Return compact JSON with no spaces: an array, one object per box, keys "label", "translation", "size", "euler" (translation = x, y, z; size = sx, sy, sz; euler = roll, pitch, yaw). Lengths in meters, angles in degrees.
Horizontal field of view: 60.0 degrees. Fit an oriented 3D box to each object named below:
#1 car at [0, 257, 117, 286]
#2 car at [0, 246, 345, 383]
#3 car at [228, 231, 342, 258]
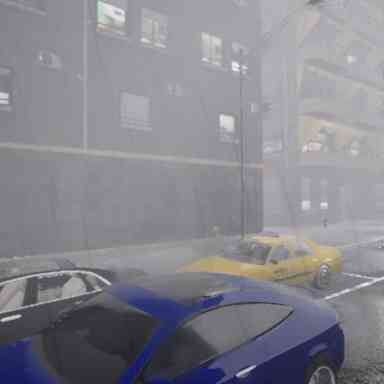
[{"label":"car","translation":[-2.593,1.693,4.631],"size":[4.403,1.369,2.008],"euler":[0,0,-37]},{"label":"car","translation":[-0.323,1.600,3.116],"size":[4.674,1.442,1.812],"euler":[0,-1,-39]},{"label":"car","translation":[1.719,1.646,7.879],"size":[4.829,1.417,1.752],"euler":[0,0,-37]}]
